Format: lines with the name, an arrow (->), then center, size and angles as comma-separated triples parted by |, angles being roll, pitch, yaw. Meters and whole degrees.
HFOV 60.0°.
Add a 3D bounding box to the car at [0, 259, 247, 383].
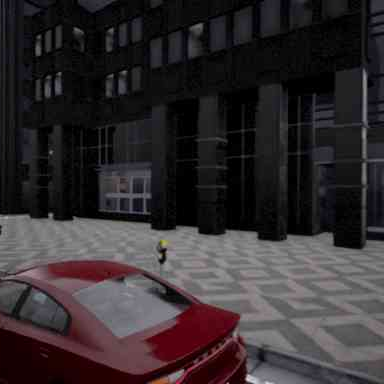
car -> -1.560, 1.525, 4.074 | 4.507, 1.381, 1.887 | 0, 0, 35
